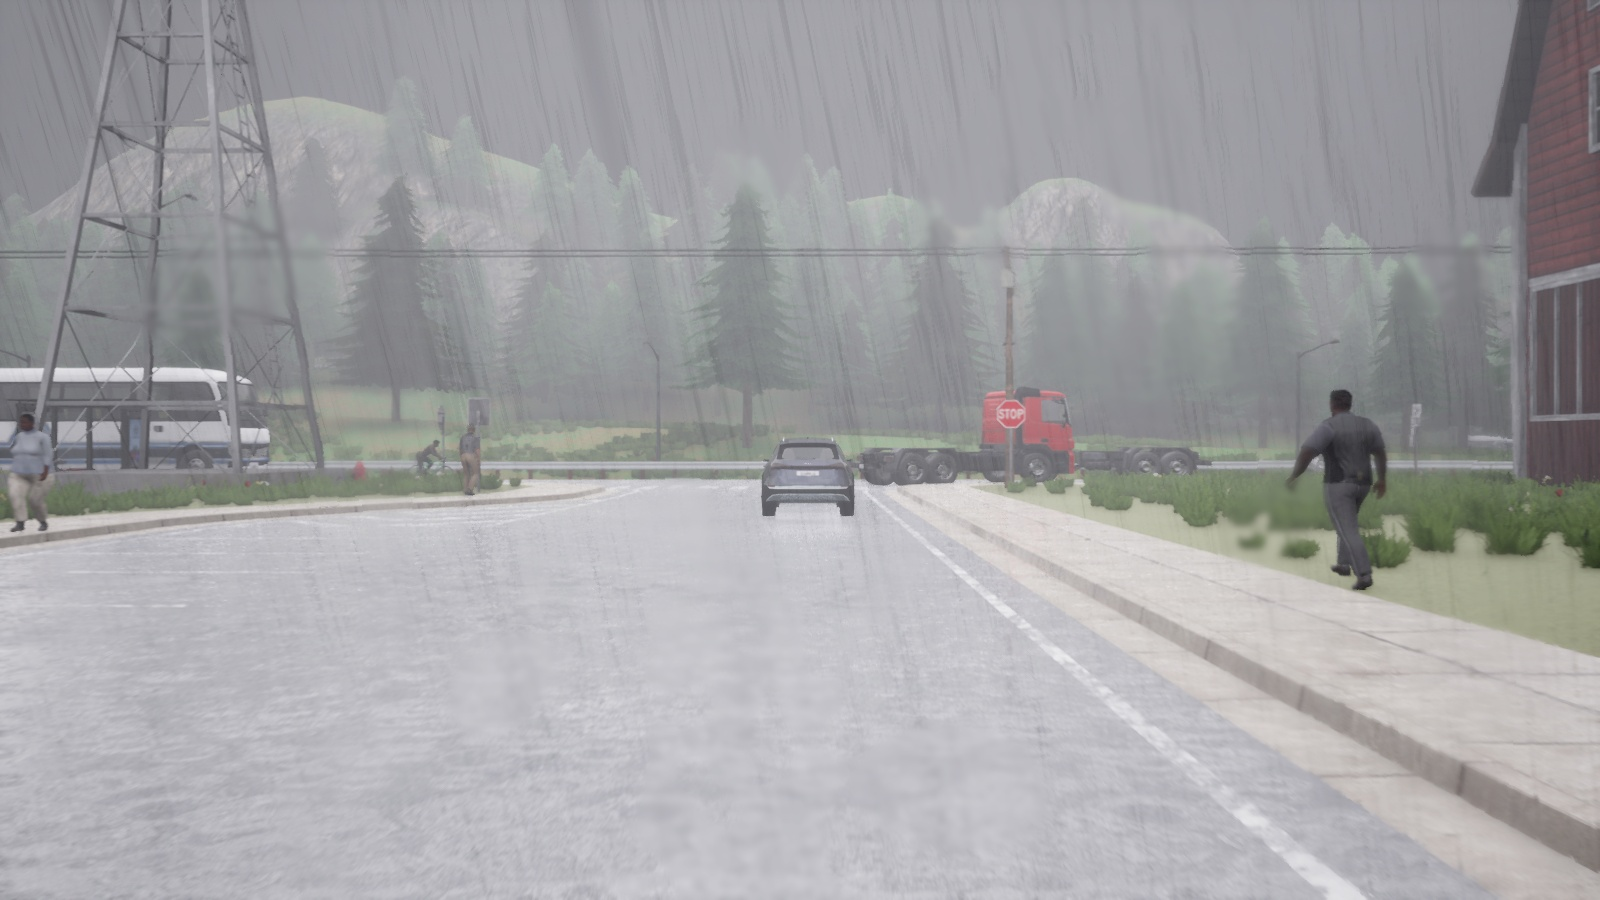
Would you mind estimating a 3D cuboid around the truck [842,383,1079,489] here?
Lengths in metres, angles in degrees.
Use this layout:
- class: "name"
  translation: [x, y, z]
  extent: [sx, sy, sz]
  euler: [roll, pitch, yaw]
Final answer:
- class: "truck"
  translation: [5.685, -0.481, 44.227]
  extent: [7.936, 3.462, 2.891]
  euler: [0, 0, -25]

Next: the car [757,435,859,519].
- class: "car"
  translation: [0.171, 0.523, 27.292]
  extent: [2.033, 1.649, 4.856]
  euler: [0, 0, 0]

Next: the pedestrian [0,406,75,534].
- class: "pedestrian"
  translation: [-11.526, 0.287, 18.754]
  extent: [0.874, 1.855, 0.900]
  euler: [0, 0, 1]

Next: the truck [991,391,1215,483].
- class: "truck"
  translation: [11.558, -0.498, 48.469]
  extent: [7.936, 3.462, 2.891]
  euler: [0, 0, 1]

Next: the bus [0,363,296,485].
- class: "bus"
  translation: [-24.300, -0.908, 45.802]
  extent: [10.273, 4.253, 3.944]
  euler: [0, 0, 1]

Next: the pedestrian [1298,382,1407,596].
- class: "pedestrian"
  translation: [5.041, 0.341, 11.500]
  extent: [0.563, 1.883, 0.849]
  euler: [0, 0, -5]

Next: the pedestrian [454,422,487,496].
- class: "pedestrian"
  translation: [-8.316, 0.216, 31.693]
  extent: [0.540, 1.848, 0.694]
  euler: [0, 0, 12]
